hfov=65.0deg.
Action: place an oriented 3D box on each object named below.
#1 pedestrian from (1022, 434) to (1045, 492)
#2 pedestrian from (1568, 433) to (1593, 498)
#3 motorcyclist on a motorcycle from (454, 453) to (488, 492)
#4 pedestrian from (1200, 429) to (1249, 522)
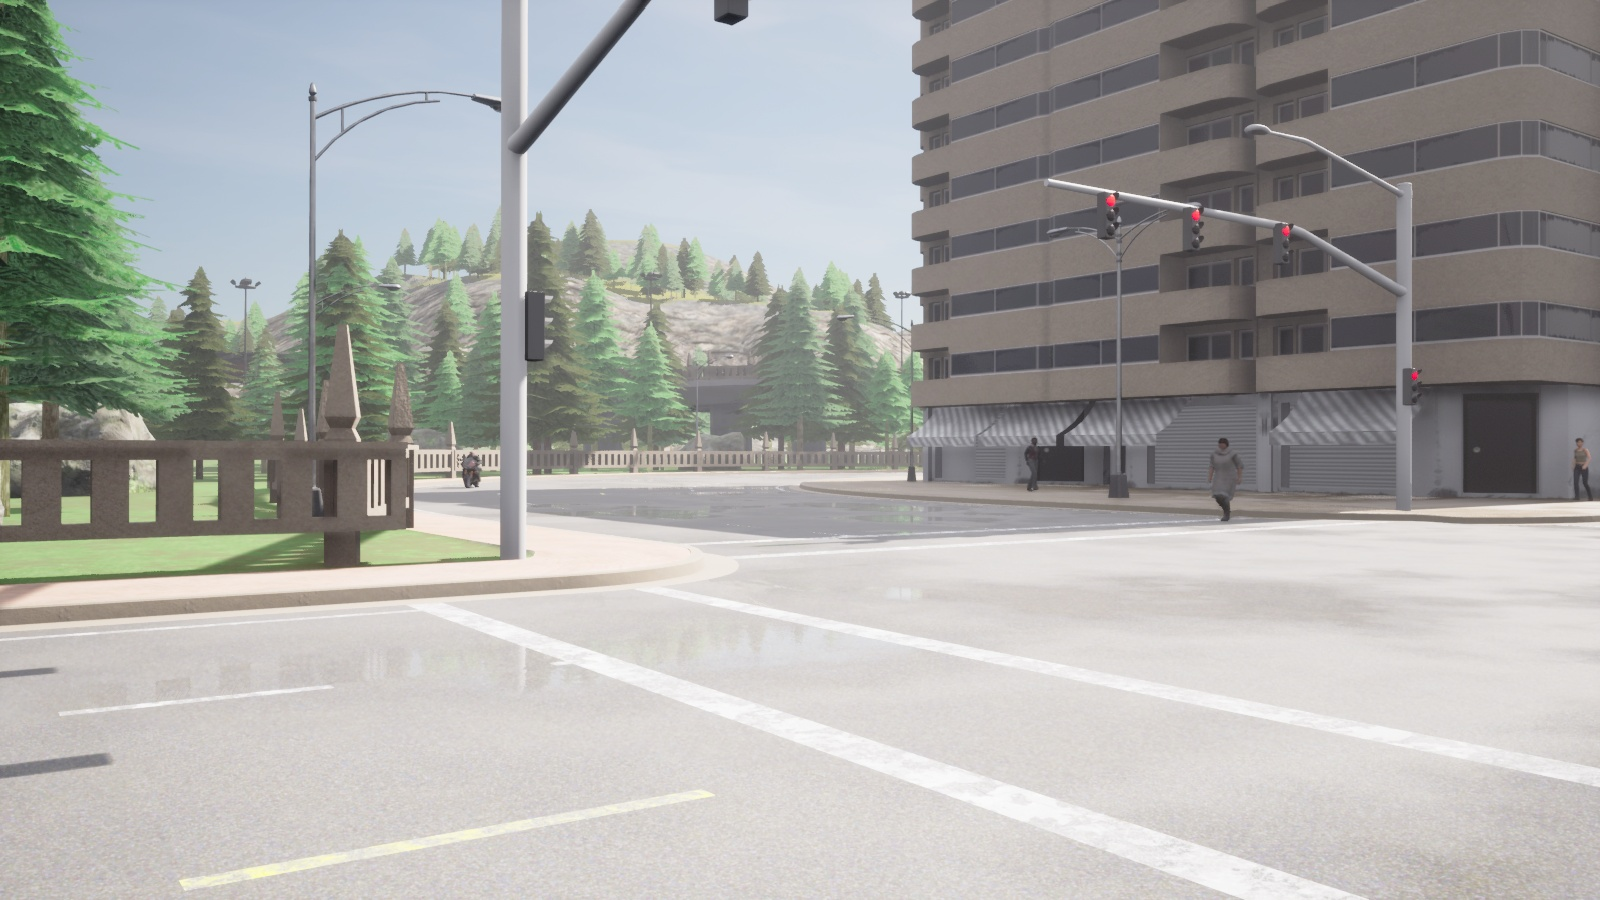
[{"bbox_3d":[7.895,0.437,42.436,0.402,1.930,0.666,0,0,-32],"label":"pedestrian"},{"bbox_3d":[22.404,0.444,36.045,0.594,1.836,0.345,0,0,-29],"label":"pedestrian"},{"bbox_3d":[-13.082,0.875,50.038,0.866,1.530,2.191,0,0,-3],"label":"motorcyclist on a motorcycle"},{"bbox_3d":[9.018,0.530,26.693,0.873,1.952,0.659,0,0,-44],"label":"pedestrian"}]
